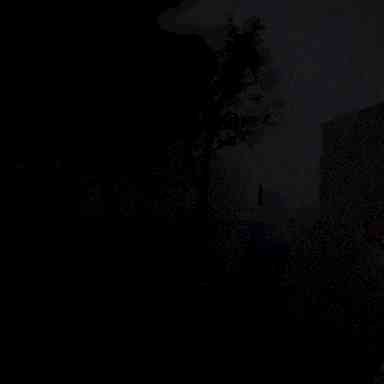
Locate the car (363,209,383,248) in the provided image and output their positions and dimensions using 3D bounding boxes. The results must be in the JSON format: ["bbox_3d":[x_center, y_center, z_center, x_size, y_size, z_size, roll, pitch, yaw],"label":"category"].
[{"bbox_3d":[9.390,1.521,15.194,2.097,1.767,4.553,1,-1,16],"label":"car"}]

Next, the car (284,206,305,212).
[{"bbox_3d":[26.705,4.331,86.278,5.008,1.535,2.097,0,-1,24],"label":"car"}]

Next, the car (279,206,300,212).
[{"bbox_3d":[24.644,4.275,84.141,4.892,1.521,2.231,0,-2,23],"label":"car"}]

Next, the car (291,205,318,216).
[{"bbox_3d":[20.882,3.687,61.797,2.128,1.511,4.902,0,-2,42],"label":"car"}]

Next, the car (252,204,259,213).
[{"bbox_3d":[10.552,3.338,68.865,5.566,2.045,2.435,0,-3,22],"label":"car"}]

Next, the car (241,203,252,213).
[{"bbox_3d":[8.513,3.212,66.665,5.566,2.045,2.435,0,-2,22],"label":"car"}]

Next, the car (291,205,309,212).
[{"bbox_3d":[28.740,4.258,88.441,4.553,1.767,2.185,0,-2,24],"label":"car"}]

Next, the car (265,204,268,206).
[{"bbox_3d":[14.329,3.829,73.323,5.366,1.575,1.946,0,-2,22],"label":"car"}]

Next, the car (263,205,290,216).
[{"bbox_3d":[15.148,3.519,59.498,1.994,1.385,4.181,0,-2,41],"label":"car"}]

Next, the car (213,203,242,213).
[{"bbox_3d":[6.564,3.339,64.425,4.892,1.521,2.231,0,-2,21],"label":"car"}]

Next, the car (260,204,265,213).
[{"bbox_3d":[12.481,3.588,71.081,4.553,1.767,2.185,0,-3,22],"label":"car"}]

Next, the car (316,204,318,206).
[{"bbox_3d":[30.663,4.432,90.627,5.366,1.575,1.946,0,-1,24],"label":"car"}]

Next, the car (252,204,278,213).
[{"bbox_3d":[16.549,3.690,75.454,5.566,2.045,2.435,0,-3,22],"label":"car"}]

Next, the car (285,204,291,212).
[{"bbox_3d":[20.535,4.158,79.816,4.792,1.488,2.163,0,-2,23],"label":"car"}]
